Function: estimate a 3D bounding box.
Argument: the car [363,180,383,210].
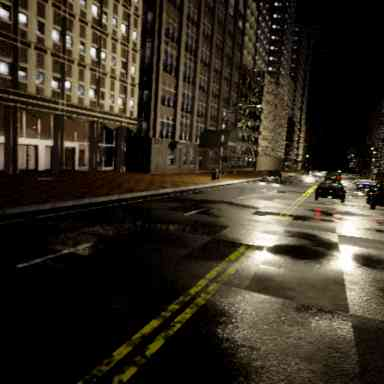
[{"bbox_3d":[11.976,0.128,20.298,2.097,1.767,4.553,7,6,23],"label":"car"}]

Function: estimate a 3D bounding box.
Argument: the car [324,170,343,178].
[{"bbox_3d":[19.825,-2.013,46.686,2.150,2.045,5.566,7,7,23],"label":"car"}]

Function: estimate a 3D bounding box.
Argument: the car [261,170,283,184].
[{"bbox_3d":[9.844,-1.879,40.180,1.812,1.442,4.674,7,6,23],"label":"car"}]

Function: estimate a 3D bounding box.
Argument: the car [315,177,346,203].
[{"bbox_3d":[9.723,-0.093,23.279,1.895,1.301,4.718,7,6,23],"label":"car"}]

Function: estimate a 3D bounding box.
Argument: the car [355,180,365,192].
[{"bbox_3d":[18.149,-0.628,34.733,1.895,1.301,4.718,7,6,23],"label":"car"}]
